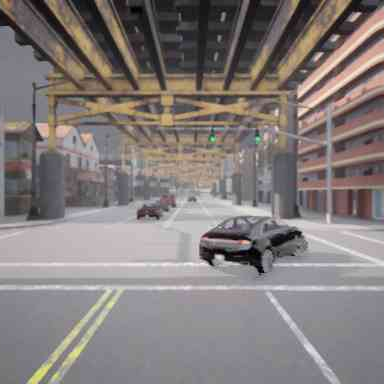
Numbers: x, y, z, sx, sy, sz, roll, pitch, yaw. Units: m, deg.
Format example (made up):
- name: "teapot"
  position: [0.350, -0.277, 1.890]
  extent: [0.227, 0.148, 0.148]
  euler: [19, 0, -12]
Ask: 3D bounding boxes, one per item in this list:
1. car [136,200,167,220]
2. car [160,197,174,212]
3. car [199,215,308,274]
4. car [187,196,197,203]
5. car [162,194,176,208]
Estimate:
- name: "car"
  position: [-3.598, 1.640, 28.950]
  extent: [1.895, 1.301, 4.718]
  euler: [0, 0, 1]
- name: "car"
  position: [-3.583, 1.600, 39.317]
  extent: [2.033, 1.411, 5.357]
  euler: [0, 0, 0]
- name: "car"
  position: [2.142, 1.508, 10.752]
  extent: [2.128, 1.511, 4.902]
  euler: [-1, -1, 36]
- name: "car"
  position: [0.022, 1.464, 69.613]
  extent: [1.812, 1.442, 4.674]
  euler: [0, 1, 0]
- name: "car"
  position: [-3.559, 1.272, 50.011]
  extent: [2.150, 2.045, 5.566]
  euler: [0, 0, 0]
